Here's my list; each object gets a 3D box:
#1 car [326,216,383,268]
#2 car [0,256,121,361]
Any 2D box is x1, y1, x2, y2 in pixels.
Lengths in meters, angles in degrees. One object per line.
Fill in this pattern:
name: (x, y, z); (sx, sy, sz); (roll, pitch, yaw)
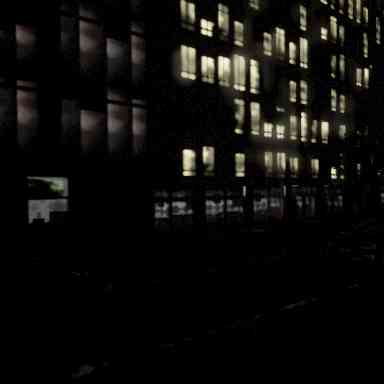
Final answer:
car: (6.202, 1.509, 11.001); (4.403, 1.369, 2.008); (0, 0, -36)
car: (-3.048, 1.582, 4.395); (4.206, 1.307, 1.802); (0, 0, -36)
